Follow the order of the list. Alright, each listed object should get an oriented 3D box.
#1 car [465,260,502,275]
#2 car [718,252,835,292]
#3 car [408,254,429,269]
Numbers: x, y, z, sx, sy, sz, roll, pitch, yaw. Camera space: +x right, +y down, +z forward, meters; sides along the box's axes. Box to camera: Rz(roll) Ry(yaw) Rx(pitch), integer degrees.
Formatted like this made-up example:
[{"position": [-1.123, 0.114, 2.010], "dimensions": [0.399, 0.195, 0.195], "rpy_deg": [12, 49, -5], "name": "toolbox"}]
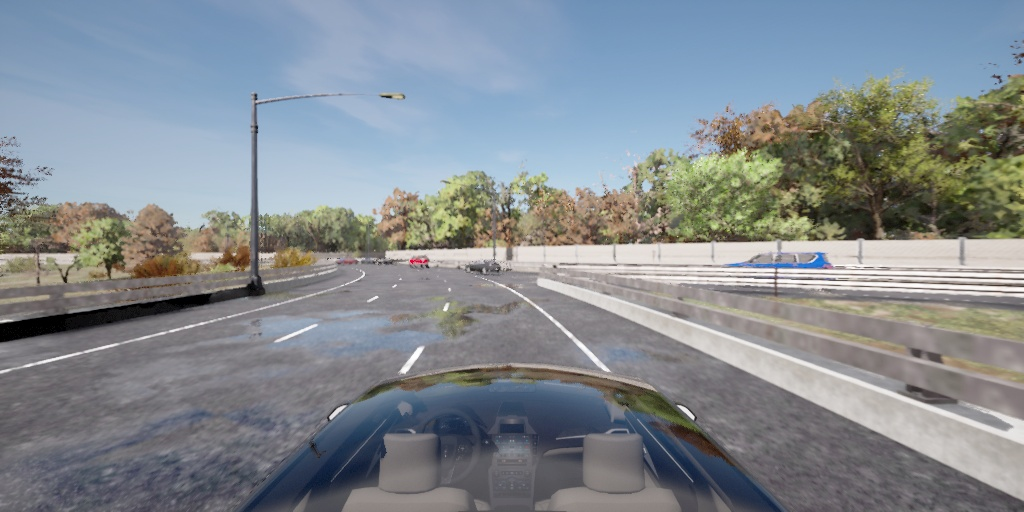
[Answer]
[{"position": [-3.122, 1.123, 37.847], "dimensions": [2.128, 1.511, 4.902], "rpy_deg": [0, 0, -41], "name": "car"}, {"position": [15.384, 0.770, 21.231], "dimensions": [5.566, 2.045, 2.150], "rpy_deg": [0, 0, 35], "name": "car"}, {"position": [-14.741, 0.811, 56.571], "dimensions": [2.150, 2.045, 5.566], "rpy_deg": [1, -2, -28], "name": "car"}]
